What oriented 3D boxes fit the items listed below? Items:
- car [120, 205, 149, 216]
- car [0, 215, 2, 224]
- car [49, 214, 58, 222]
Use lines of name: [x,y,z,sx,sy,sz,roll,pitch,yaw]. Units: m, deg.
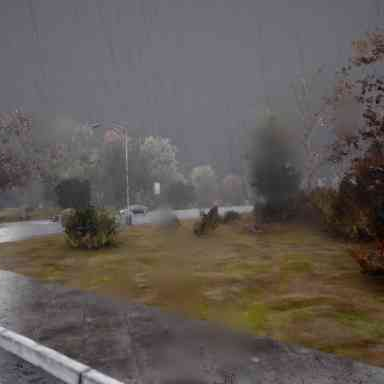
car: [-7.919,2.493,45.408,2.128,1.511,4.902,-3,-2,32]
car: [-18.914,2.441,28.352,1.837,1.490,4.892,-3,-2,35]
car: [-13.473,2.519,36.664,1.994,1.385,4.181,-3,-2,32]
